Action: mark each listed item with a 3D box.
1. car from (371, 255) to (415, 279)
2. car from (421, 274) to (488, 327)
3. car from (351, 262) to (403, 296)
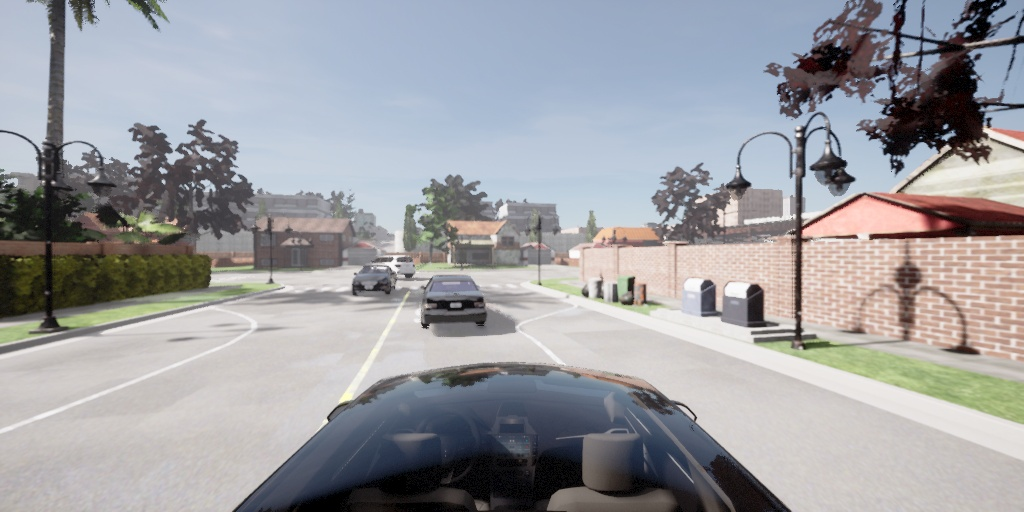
[{"bbox_3d":[-10.891,0.975,31.703,5.566,2.045,2.150,0,-1,38],"label":"car"},{"bbox_3d":[-1.952,1.298,11.576,2.033,1.411,5.357,0,0,-12],"label":"car"},{"bbox_3d":[-7.446,1.249,19.669,2.128,1.511,4.902,0,0,-13],"label":"car"}]
